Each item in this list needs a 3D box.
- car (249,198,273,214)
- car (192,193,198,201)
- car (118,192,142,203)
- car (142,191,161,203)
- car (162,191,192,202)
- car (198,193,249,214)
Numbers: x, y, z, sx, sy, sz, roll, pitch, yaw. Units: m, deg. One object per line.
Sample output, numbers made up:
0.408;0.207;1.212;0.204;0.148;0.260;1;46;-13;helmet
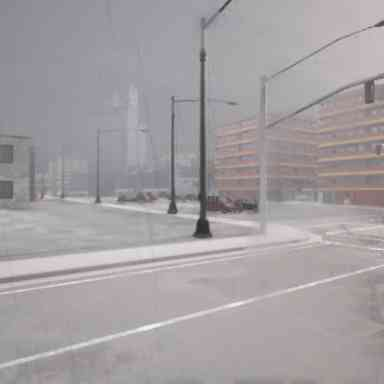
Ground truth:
6.213;1.348;34.447;2.128;1.511;4.902;0;1;-34;car
0.104;0.930;62.142;1.837;1.490;4.892;0;1;-34;car
-10.079;1.011;52.121;1.994;1.385;4.181;0;1;-34;car
-7.503;0.793;54.561;2.097;1.767;4.553;0;1;-34;car
-2.784;0.911;60.165;2.128;1.511;4.902;0;1;-34;car
2.997;1.198;32.943;2.097;1.767;4.553;0;1;-34;car
